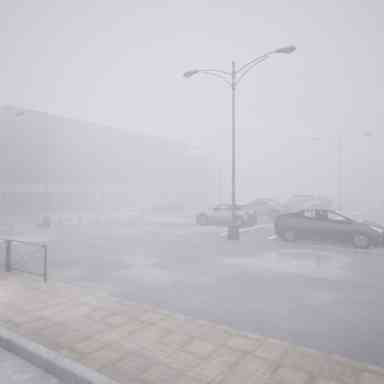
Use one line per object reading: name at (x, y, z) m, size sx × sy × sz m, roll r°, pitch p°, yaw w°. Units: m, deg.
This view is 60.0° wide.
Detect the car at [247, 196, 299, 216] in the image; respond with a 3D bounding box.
car at (5.584, 1.345, 26.801) m, size 5.027 × 1.636 × 2.152 m, roll 0°, pitch 0°, yaw 35°

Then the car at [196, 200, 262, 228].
car at (2.173, 1.424, 21.356) m, size 3.806 × 1.475 × 1.970 m, roll 0°, pitch 0°, yaw 35°

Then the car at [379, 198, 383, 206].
car at (29.371, 1.576, 48.369) m, size 3.806 × 1.475 × 1.970 m, roll 0°, pitch 0°, yaw 35°

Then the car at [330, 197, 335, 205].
car at (14.239, 1.289, 39.907) m, size 4.605 × 1.855 × 1.932 m, roll 0°, pitch 0°, yaw 35°

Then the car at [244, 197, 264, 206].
car at (11.084, 1.701, 59.221) m, size 1.812 × 1.442 × 4.674 m, roll 0°, pitch 0°, yaw 35°

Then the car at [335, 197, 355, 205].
car at (24.995, 1.565, 55.062) m, size 3.633 × 1.501 × 1.845 m, roll 0°, pitch 0°, yaw 35°

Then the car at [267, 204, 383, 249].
car at (5.854, 1.490, 14.316) m, size 4.514 × 1.523 × 2.007 m, roll 0°, pitch 0°, yaw 35°

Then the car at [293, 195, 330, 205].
car at (12.912, 1.268, 37.289) m, size 3.866 × 1.878 × 1.905 m, roll 0°, pitch 0°, yaw 35°

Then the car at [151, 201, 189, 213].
car at (-2.580, 1.723, 39.672) m, size 2.033 × 1.411 × 5.357 m, roll 0°, pitch 0°, yaw 35°
